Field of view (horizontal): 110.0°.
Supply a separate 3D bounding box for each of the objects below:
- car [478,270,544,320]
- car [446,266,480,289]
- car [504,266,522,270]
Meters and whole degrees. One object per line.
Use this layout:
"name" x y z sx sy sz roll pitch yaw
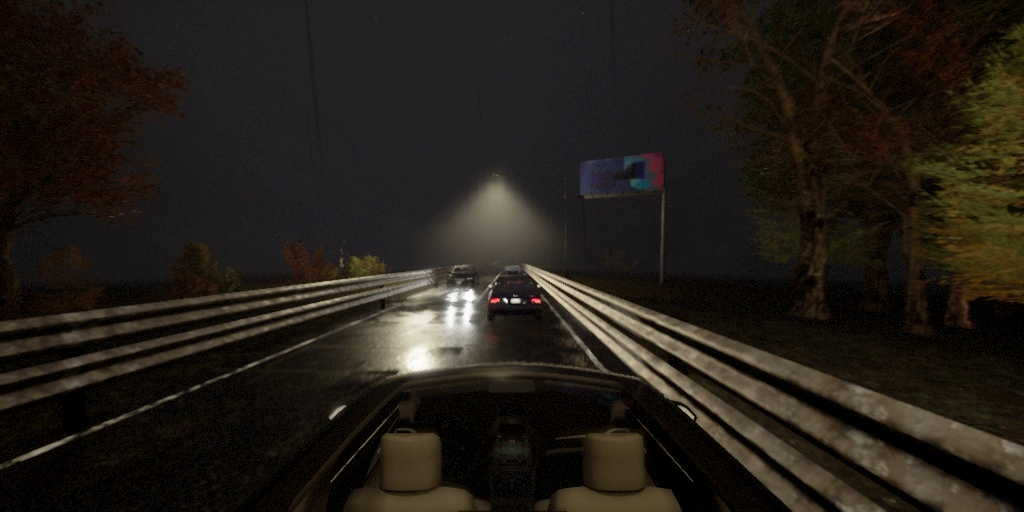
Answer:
"car" 0.102 1.396 13.100 2.033 1.411 5.357 0 -1 0
"car" -3.336 1.445 25.127 2.128 1.511 4.902 0 -1 0
"car" 0.101 1.650 36.117 1.895 1.301 4.718 0 0 0
